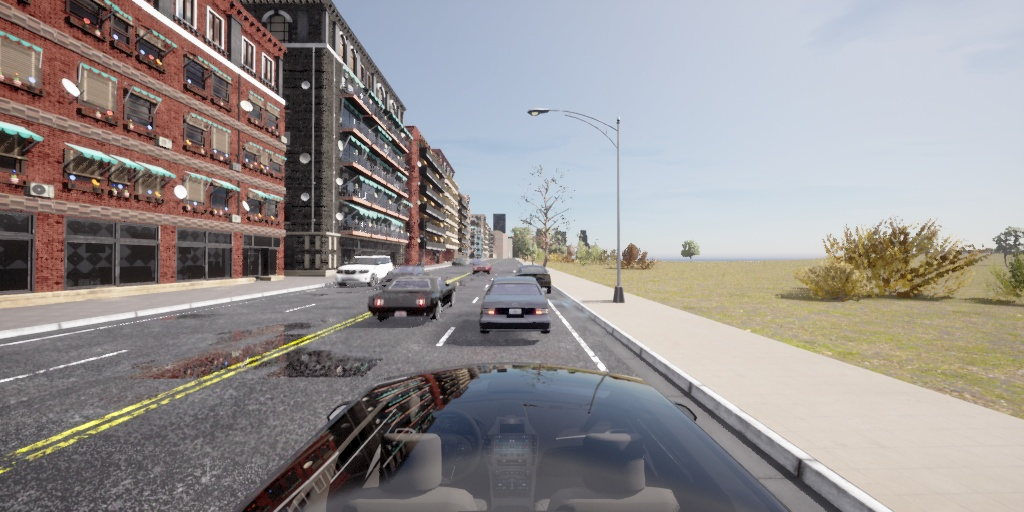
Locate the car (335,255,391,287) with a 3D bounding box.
[{"bbox_3d":[-9.885,0.973,24.551,2.150,2.045,5.566,0,0,0],"label":"car"}]

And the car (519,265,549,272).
[{"bbox_3d":[1.109,1.230,20.381,1.882,1.535,5.008,0,0,0],"label":"car"}]

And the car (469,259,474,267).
[{"bbox_3d":[-6.644,1.273,64.826,1.812,1.442,4.674,0,0,0],"label":"car"}]

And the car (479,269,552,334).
[{"bbox_3d":[0.090,1.299,10.617,2.033,1.411,5.357,0,0,0],"label":"car"}]

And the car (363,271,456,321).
[{"bbox_3d":[-3.168,1.352,12.412,1.895,1.301,4.718,0,0,0],"label":"car"}]

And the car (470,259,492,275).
[{"bbox_3d":[-3.207,1.351,39.693,1.895,1.301,4.718,0,0,0],"label":"car"}]

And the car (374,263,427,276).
[{"bbox_3d":[-6.631,1.299,22.927,2.033,1.411,5.357,0,0,0],"label":"car"}]
